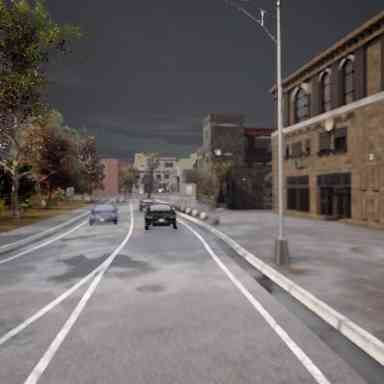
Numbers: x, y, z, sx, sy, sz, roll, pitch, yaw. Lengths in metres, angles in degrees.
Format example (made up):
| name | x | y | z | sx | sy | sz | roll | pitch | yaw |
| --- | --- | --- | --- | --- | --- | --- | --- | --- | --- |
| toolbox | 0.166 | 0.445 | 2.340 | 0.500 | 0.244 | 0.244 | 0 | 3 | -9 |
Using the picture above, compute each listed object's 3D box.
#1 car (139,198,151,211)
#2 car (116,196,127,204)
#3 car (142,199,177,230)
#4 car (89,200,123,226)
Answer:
| name | x | y | z | sx | sy | sz | roll | pitch | yaw |
| --- | --- | --- | --- | --- | --- | --- | --- | --- | --- |
| car | -5.296 | 1.474 | 39.564 | 1.812 | 1.442 | 4.674 | -1 | 0 | -10 |
| car | -13.488 | 1.459 | 63.915 | 2.128 | 1.511 | 4.902 | -1 | 1 | -10 |
| car | -2.092 | 1.444 | 21.281 | 1.882 | 1.535 | 5.008 | -1 | 0 | -8 |
| car | -6.203 | 1.548 | 23.890 | 1.812 | 1.442 | 4.674 | -1 | 0 | -9 |
